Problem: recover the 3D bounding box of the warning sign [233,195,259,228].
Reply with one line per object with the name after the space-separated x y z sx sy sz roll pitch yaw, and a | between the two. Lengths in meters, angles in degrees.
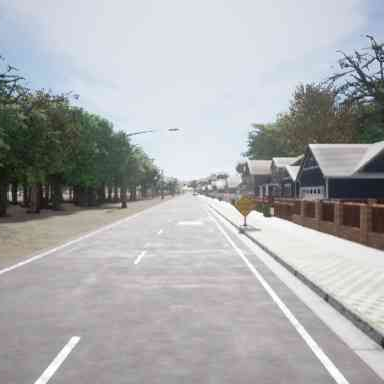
3.044 1.091 18.996 1.300 1.860 1.060 0 0 0 | warning sign
